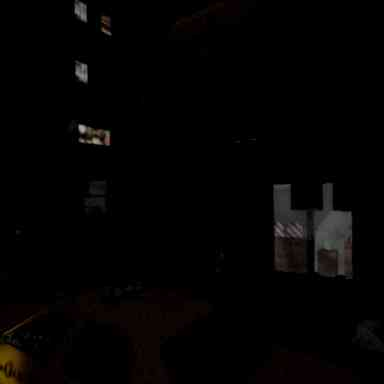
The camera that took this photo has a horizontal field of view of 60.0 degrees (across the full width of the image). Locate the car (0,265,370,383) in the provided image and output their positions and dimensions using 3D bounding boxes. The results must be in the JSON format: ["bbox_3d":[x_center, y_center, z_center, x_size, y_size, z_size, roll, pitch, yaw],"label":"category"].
[{"bbox_3d":[-0.840,1.554,3.325,4.829,1.417,1.752,-1,-1,36],"label":"car"}]
